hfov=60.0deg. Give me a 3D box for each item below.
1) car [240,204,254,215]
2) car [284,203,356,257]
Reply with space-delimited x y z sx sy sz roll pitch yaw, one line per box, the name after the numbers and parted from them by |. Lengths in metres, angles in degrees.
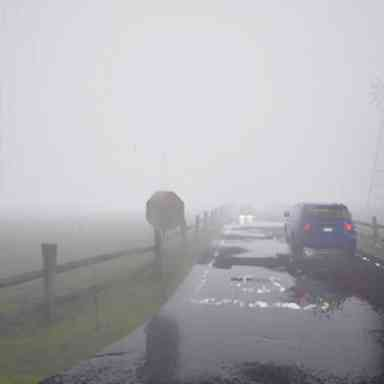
7.682 2.407 46.684 2.128 1.511 4.902 0 -1 9 | car
5.313 1.483 14.386 2.150 2.045 5.566 0 -1 11 | car
